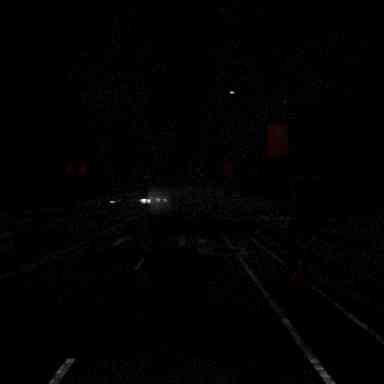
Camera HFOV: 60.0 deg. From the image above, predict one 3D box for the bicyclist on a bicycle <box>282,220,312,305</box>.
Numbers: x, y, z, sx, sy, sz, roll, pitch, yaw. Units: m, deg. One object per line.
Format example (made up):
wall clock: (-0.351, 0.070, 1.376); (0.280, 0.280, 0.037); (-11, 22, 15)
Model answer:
bicyclist on a bicycle: (2.259, 1.449, 7.171); (0.582, 1.620, 1.656); (0, 0, 0)

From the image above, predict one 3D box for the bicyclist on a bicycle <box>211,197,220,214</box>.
bicyclist on a bicycle: (2.251, 1.332, 32.132); (0.866, 1.612, 1.509); (1, -2, 0)

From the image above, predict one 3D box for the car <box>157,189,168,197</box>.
car: (-6.509, 0.151, 74.267); (2.097, 1.767, 4.553); (0, 1, 0)

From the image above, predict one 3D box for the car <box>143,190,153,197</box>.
car: (-9.759, 0.322, 74.240); (2.128, 1.511, 4.902); (0, 1, 0)

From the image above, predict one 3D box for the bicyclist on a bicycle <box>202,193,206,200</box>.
bicyclist on a bicycle: (2.222, 0.910, 60.853); (0.866, 1.612, 1.509); (0, 1, 0)
